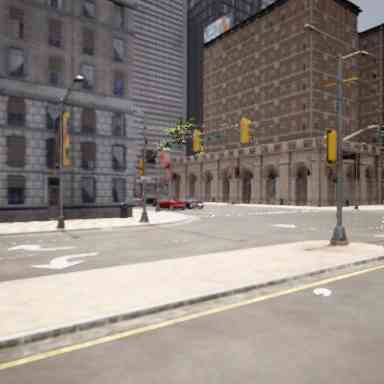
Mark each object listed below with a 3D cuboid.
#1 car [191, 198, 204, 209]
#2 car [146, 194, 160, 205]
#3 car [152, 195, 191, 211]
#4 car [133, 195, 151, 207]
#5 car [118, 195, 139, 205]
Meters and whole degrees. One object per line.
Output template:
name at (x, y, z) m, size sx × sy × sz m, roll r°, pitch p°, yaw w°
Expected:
car at (-0.317, 1.549, 45.192) m, size 2.128 × 1.511 × 4.902 m, roll 0°, pitch 0°, yaw -36°
car at (-6.044, 1.279, 53.230) m, size 2.150 × 2.045 × 5.566 m, roll 0°, pitch 0°, yaw -35°
car at (-2.717, 1.527, 42.535) m, size 1.882 × 1.535 × 5.008 m, roll 0°, pitch 0°, yaw -36°
car at (-8.519, 1.613, 50.661) m, size 1.994 × 1.385 × 4.181 m, roll 0°, pitch 0°, yaw -35°
car at (-11.719, 1.409, 61.368) m, size 2.097 × 1.767 × 4.553 m, roll 0°, pitch 0°, yaw -35°
